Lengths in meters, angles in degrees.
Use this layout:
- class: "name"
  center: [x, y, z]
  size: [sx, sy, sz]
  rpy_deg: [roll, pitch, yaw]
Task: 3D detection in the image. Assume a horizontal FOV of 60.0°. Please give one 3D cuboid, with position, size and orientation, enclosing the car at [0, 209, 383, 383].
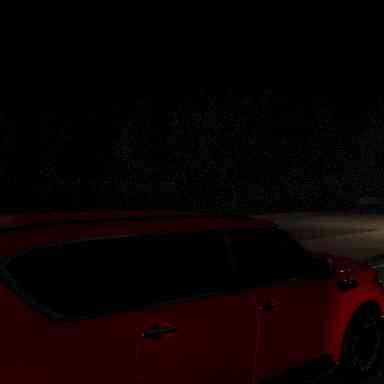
- class: "car"
  center: [0.023, 1.219, 3.766]
  size: [5.566, 2.045, 2.150]
  rpy_deg: [0, 0, -35]
